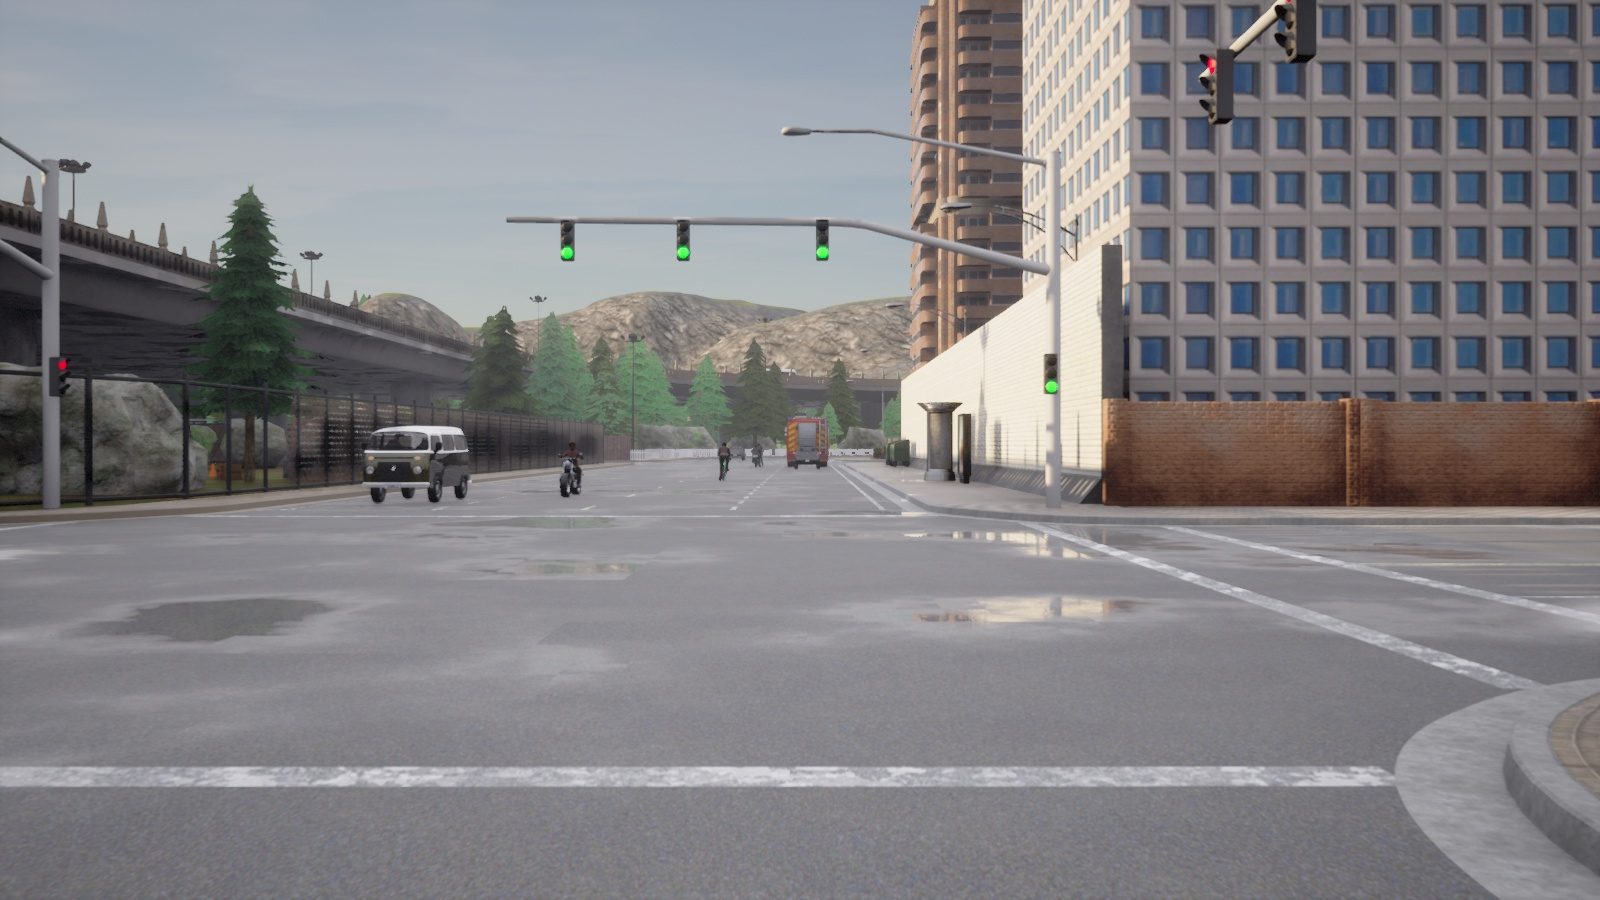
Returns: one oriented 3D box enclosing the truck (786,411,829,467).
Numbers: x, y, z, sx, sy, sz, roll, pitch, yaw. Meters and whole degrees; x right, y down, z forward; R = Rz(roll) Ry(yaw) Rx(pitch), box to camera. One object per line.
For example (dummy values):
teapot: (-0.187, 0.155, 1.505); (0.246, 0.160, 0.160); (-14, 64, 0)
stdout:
truck: (0.508, -0.749, 89.317); (2.891, 3.827, 8.468); (0, 0, 0)

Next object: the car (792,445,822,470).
car: (0.463, 0.464, 79.984); (1.845, 1.501, 3.633); (0, 0, 0)

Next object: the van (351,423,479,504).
van: (-10.295, 0.336, 33.978); (2.069, 2.038, 4.480); (0, 0, 0)

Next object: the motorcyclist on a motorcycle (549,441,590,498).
motorcyclist on a motorcycle: (-6.778, 0.554, 37.100); (0.766, 1.649, 2.350); (0, 0, 0)
